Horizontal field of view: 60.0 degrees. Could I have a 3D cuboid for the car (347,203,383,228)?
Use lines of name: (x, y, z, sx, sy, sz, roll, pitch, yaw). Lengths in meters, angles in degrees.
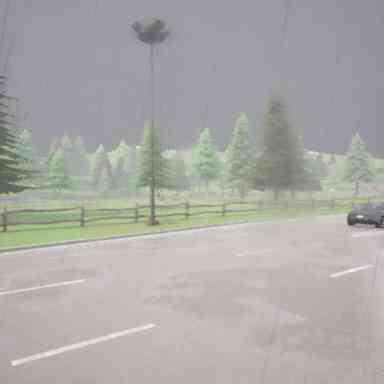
car: (11.417, 1.366, 20.510, 4.181, 1.385, 1.994, -1, 0, -35)
